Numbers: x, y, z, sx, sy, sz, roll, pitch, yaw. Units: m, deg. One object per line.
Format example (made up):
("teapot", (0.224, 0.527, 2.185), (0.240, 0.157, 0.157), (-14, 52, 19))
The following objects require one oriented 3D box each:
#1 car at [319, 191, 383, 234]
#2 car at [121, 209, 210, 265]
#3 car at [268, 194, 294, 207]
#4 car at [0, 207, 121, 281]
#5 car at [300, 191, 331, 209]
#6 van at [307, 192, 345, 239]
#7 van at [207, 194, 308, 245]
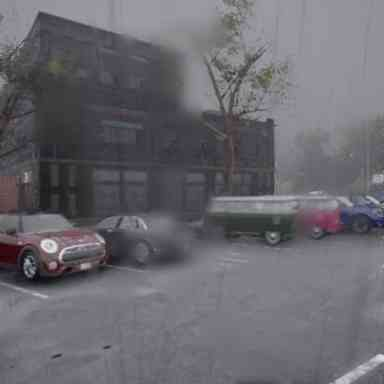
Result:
("car", (7.520, 1.127, 18.409), (5.566, 2.045, 2.435), (-1, -1, 35))
("car", (-2.136, 1.457, 11.554), (4.892, 1.521, 2.231), (-1, 0, 34))
("car", (13.251, 1.227, 49.242), (1.946, 1.575, 5.366), (-1, 1, 36))
("car", (-4.578, 1.350, 9.852), (4.553, 1.767, 2.185), (-1, -1, 35))
("car", (16.501, 0.982, 44.084), (2.435, 2.045, 5.566), (0, 1, 36))
("van", (4.987, 1.174, 16.765), (4.442, 1.987, 1.878), (-1, 0, 35))
("van", (2.576, 1.193, 15.049), (4.442, 1.987, 1.878), (-1, 0, 35))
